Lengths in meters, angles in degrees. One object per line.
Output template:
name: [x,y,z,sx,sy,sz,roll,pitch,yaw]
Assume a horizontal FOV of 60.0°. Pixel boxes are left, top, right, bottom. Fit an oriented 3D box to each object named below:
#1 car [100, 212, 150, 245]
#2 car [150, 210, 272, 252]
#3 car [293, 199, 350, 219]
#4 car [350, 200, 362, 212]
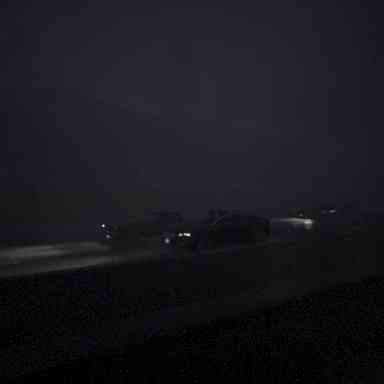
car: [-1.811,1.597,15.598,4.718,1.301,1.895,0,0,-35]
car: [1.103,1.488,13.377,4.902,1.511,2.128,0,0,-35]
car: [11.249,1.536,29.211,5.357,1.411,2.033,0,0,-35]
car: [17.176,1.531,37.714,5.357,1.411,2.033,0,0,-35]
